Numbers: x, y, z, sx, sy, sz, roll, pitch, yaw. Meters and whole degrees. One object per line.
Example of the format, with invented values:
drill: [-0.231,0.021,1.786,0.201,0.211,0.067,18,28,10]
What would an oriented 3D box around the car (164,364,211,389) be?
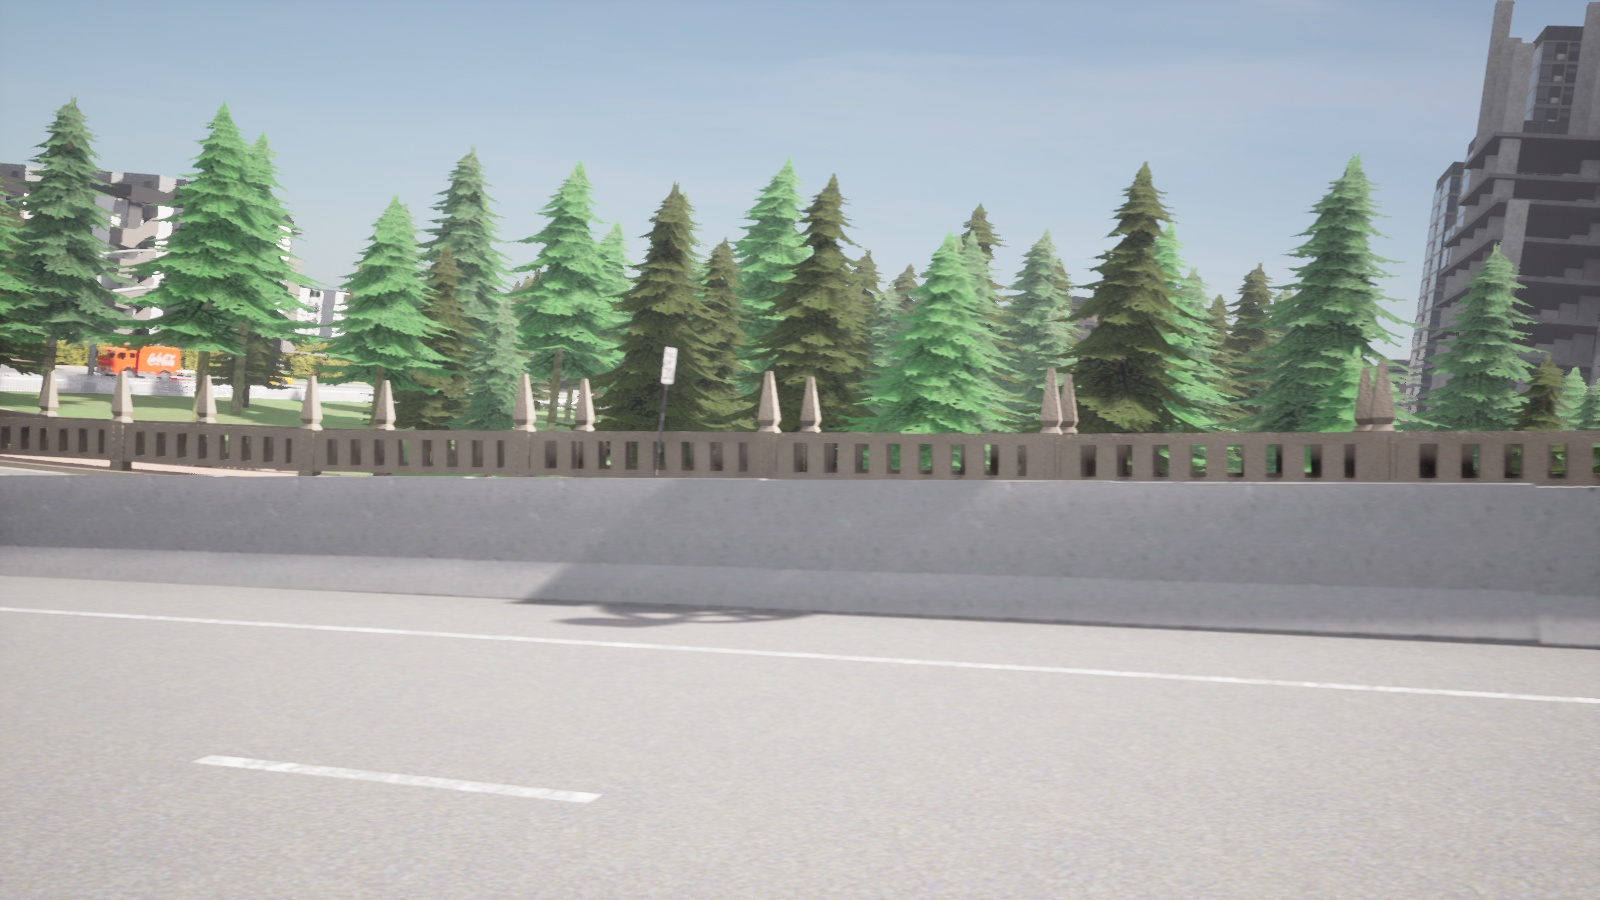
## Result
car: [-39.261,-4.713,80.486,1.481,1.376,2.207,8,4,20]

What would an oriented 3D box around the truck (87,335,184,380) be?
truck: [-44.915,-6.222,85.012,2.627,2.467,5.204,8,3,20]
